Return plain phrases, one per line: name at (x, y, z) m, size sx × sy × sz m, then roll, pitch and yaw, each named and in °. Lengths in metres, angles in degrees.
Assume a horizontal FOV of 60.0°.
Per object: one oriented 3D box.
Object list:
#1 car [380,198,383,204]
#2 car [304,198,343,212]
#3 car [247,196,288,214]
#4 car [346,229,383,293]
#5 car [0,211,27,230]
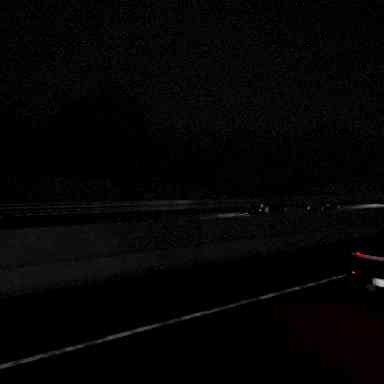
car at (23.808, 1.242, 37.416) m, size 4.902 × 1.511 × 2.128 m, roll -1°, pitch 0°, yaw -34°
car at (13.658, 1.357, 34.612) m, size 4.902 × 1.511 × 2.128 m, roll -1°, pitch 0°, yaw -34°
car at (7.769, 1.263, 34.064) m, size 4.553 × 1.767 × 2.097 m, roll -1°, pitch 0°, yaw -37°
car at (5.508, 1.477, 7.605) m, size 4.902 × 1.511 × 2.128 m, roll 0°, pitch 0°, yaw -35°
car at (-9.780, 1.500, 14.196) m, size 4.892 × 1.490 × 1.837 m, roll 0°, pitch 0°, yaw -35°
